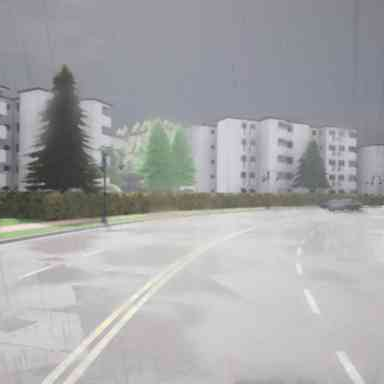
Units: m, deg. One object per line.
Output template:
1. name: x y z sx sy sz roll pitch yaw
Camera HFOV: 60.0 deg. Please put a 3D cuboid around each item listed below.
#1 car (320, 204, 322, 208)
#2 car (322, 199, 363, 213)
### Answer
1. car: 18.694 1.592 42.289 5.357 1.411 2.033 1 0 -29
2. car: 17.204 1.553 37.257 4.892 1.490 1.837 1 0 -33
